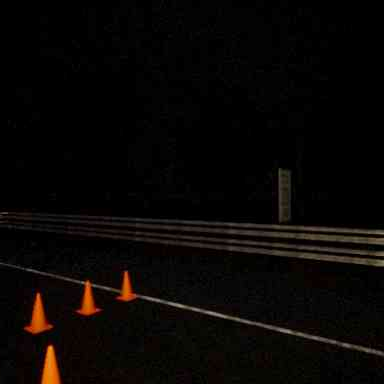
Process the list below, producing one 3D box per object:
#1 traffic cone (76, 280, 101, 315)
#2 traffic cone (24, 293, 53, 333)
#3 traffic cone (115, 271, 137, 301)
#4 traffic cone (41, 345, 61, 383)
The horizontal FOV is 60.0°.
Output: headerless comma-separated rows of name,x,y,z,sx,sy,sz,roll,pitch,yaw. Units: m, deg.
traffic cone,-2.021,2.018,6.462,0.340,0.580,0.340,-1,-1,36
traffic cone,-2.604,2.017,5.649,0.340,0.580,0.340,-1,-1,36
traffic cone,-1.439,2.019,7.275,0.340,0.580,0.340,-1,-1,36
traffic cone,-1.560,1.994,3.672,0.340,0.580,0.340,-1,-1,36
